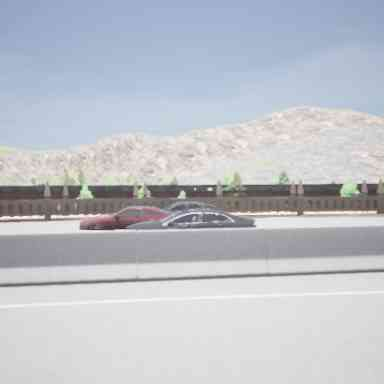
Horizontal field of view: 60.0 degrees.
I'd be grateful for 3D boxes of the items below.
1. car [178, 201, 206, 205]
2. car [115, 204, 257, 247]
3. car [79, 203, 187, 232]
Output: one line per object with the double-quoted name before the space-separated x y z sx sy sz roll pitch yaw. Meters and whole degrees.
"car" -0.536 1.321 18.993 4.892 1.490 1.837 -1 0 -5
"car" -0.044 1.373 12.026 4.902 1.511 2.128 -1 0 -5
"car" -2.725 1.398 15.268 4.674 1.442 1.812 -1 1 -6
